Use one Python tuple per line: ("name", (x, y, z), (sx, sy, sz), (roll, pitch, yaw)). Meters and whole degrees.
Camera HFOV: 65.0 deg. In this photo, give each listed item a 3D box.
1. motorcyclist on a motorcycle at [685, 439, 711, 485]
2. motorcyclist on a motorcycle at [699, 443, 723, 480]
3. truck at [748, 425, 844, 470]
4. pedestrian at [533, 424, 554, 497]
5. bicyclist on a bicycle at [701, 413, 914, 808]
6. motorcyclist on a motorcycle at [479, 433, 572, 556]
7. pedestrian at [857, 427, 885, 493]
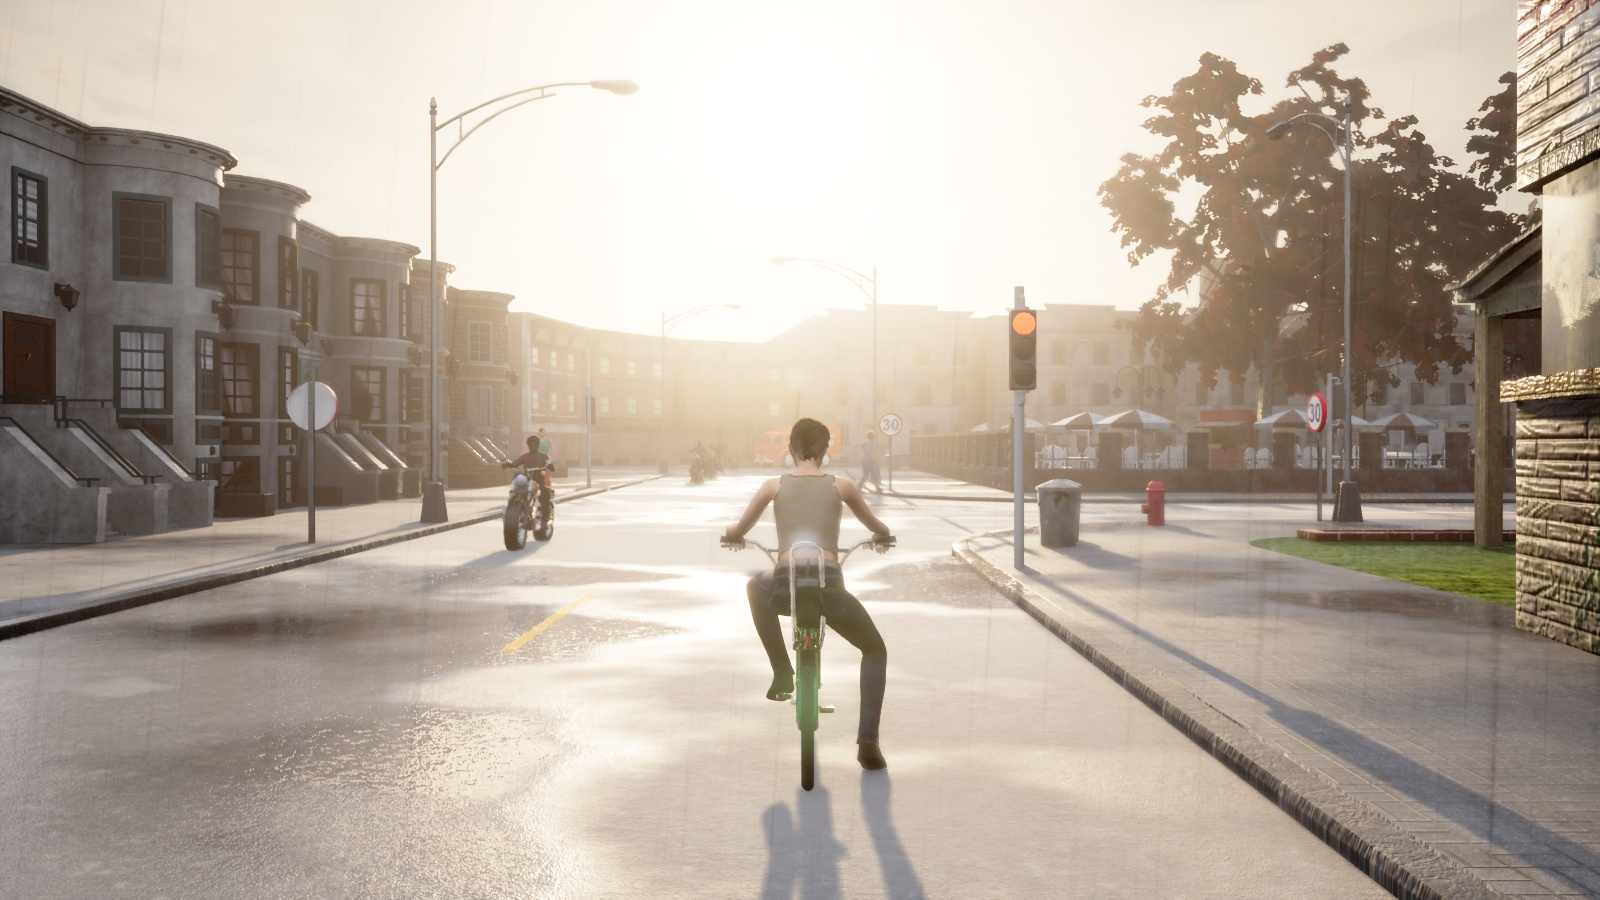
("motorcyclist on a motorcycle", (-3.778, 0.429, 46.842), (0.766, 1.649, 2.350), (0, 0, 0))
("motorcyclist on a motorcycle", (-3.755, 0.477, 53.374), (0.866, 1.530, 2.191), (0, 0, 0))
("truck", (-0.212, -0.190, 75.097), (5.204, 2.467, 2.627), (-3, 3, -39))
("pedestrian", (-6.497, 0.271, 31.813), (0.345, 1.836, 0.594), (0, 0, 9))
("bicyclist on a bicycle", (0.037, 0.650, 5.875), (0.866, 1.612, 1.509), (0, 0, 0))
("motorcyclist on a motorcycle", (-3.911, 0.592, 18.076), (0.766, 1.649, 2.350), (0, 1, 2))
("pedestrian", (1.995, 0.276, 35.261), (0.706, 1.836, 0.354), (0, 0, 19))
